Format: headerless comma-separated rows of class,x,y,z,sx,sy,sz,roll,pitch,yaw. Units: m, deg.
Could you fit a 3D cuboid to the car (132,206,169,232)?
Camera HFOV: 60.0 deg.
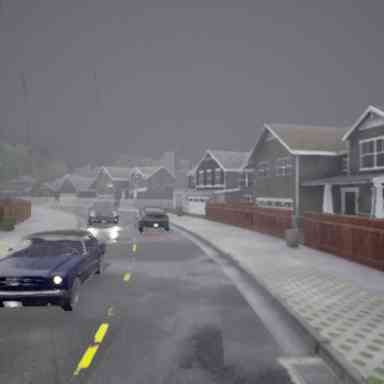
car,-2.694,1.675,21.575,1.837,1.490,4.892,2,-1,-15

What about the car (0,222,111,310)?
car,-3.309,1.652,7.946,1.895,1.301,4.718,0,0,-6

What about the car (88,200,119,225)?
car,-6.775,1.525,25.356,2.097,1.767,4.553,0,0,-17
